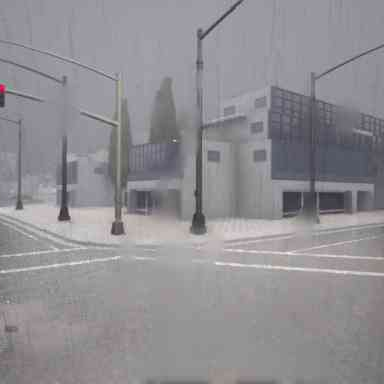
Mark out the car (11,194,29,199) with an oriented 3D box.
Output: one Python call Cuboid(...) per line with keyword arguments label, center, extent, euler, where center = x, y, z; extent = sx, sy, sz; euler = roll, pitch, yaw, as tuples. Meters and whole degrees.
Cuboid(label="car", center=(-44.860, 1.393, 84.155), extent=(4.902, 1.511, 2.128), euler=(0, 0, 1))
